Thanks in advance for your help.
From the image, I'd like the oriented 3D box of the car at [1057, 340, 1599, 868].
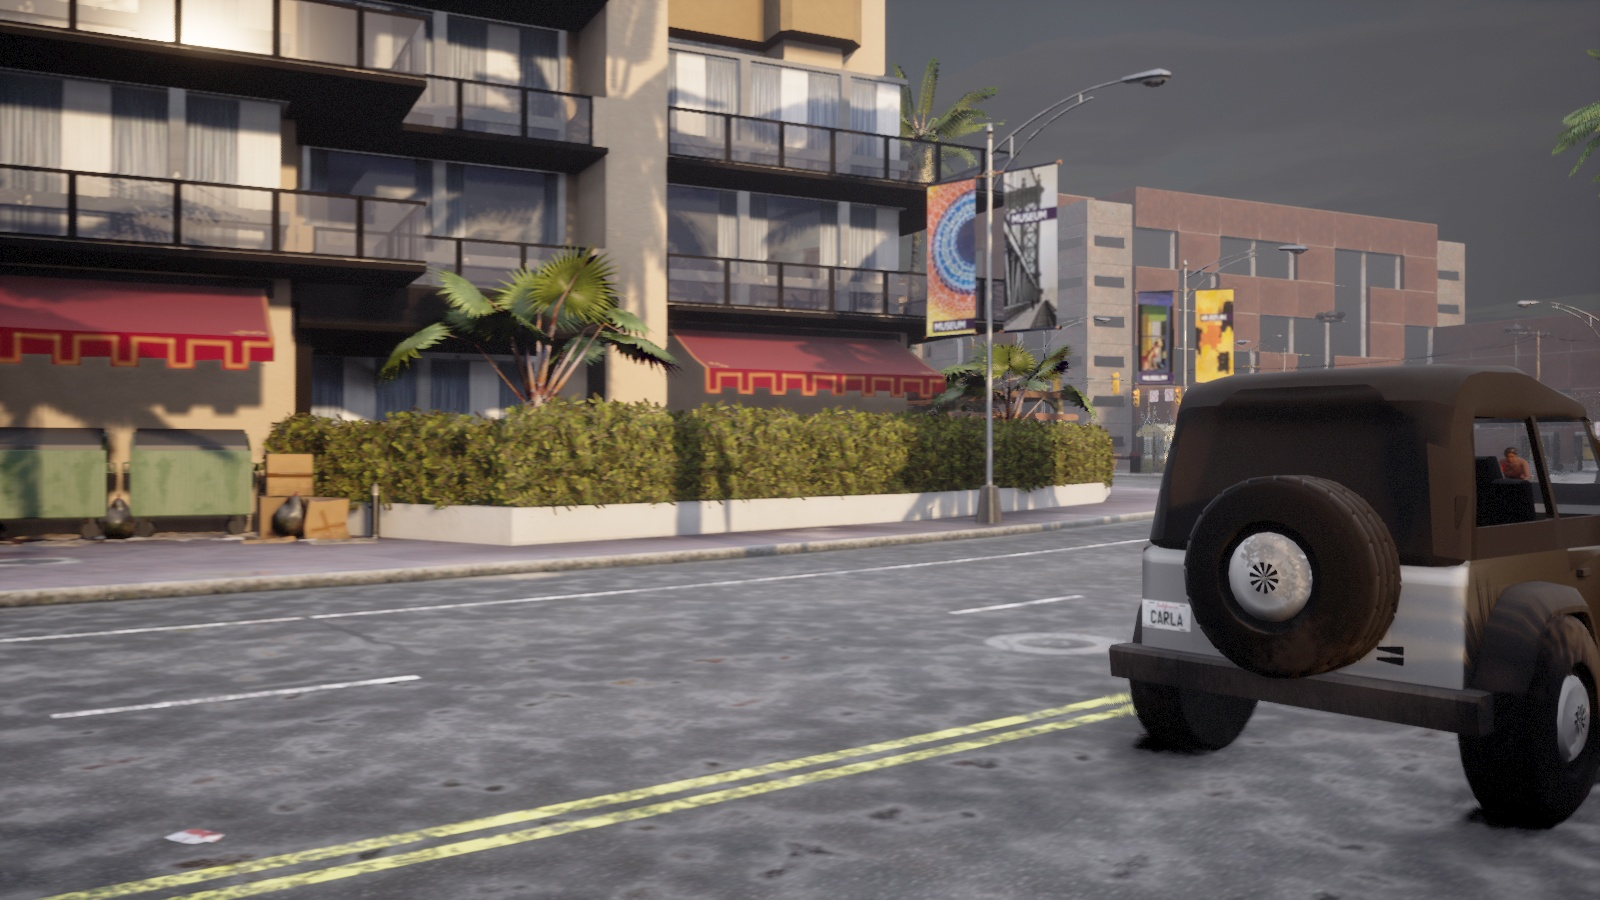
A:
[{"bbox_3d":[3.304,0.550,6.439,3.866,1.878,1.905,0,0,-40],"label":"car"}]
